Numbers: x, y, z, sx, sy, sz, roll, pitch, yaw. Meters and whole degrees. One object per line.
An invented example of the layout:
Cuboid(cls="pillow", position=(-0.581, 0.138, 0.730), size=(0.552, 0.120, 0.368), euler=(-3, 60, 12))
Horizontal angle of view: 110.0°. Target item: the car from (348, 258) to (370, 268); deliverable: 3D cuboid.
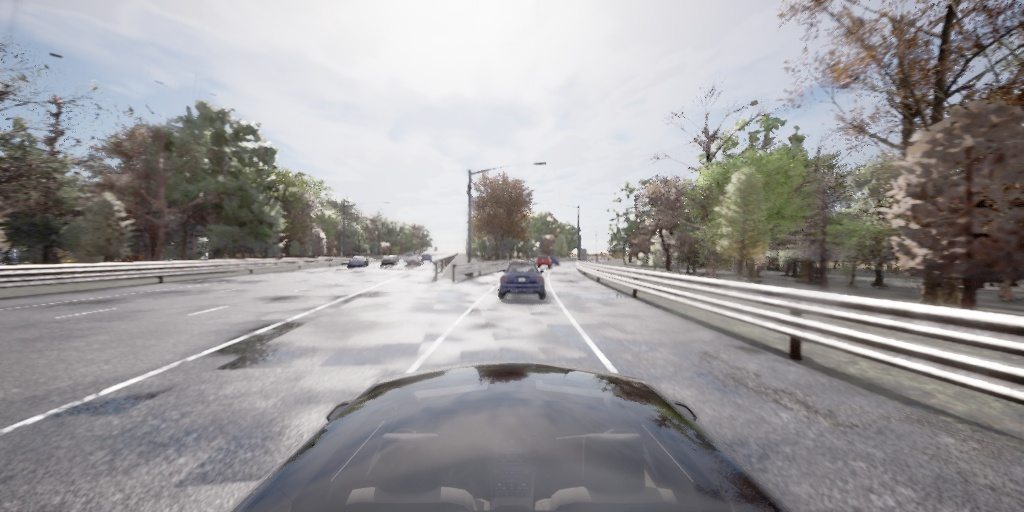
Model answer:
Cuboid(cls="car", position=(-21.038, 0.924, 49.298), size=(1.994, 1.385, 4.181), euler=(0, 0, -8))

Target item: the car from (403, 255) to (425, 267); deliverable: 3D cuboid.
Cuboid(cls="car", position=(-14.612, 0.890, 53.674), size=(1.812, 1.442, 4.674), euler=(0, 0, -8))

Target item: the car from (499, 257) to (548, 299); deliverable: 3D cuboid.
Cuboid(cls="car", position=(0.557, 1.086, 18.191), size=(2.097, 1.767, 4.553), euler=(0, 0, 3))

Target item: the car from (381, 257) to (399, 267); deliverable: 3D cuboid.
Cuboid(cls="car", position=(-18.044, 0.855, 52.973), size=(1.837, 1.490, 4.892), euler=(0, 0, -8))

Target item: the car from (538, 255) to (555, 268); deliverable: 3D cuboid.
Cuboid(cls="car", position=(5.326, 0.944, 58.741), size=(2.150, 2.045, 5.566), euler=(0, -1, 11))
